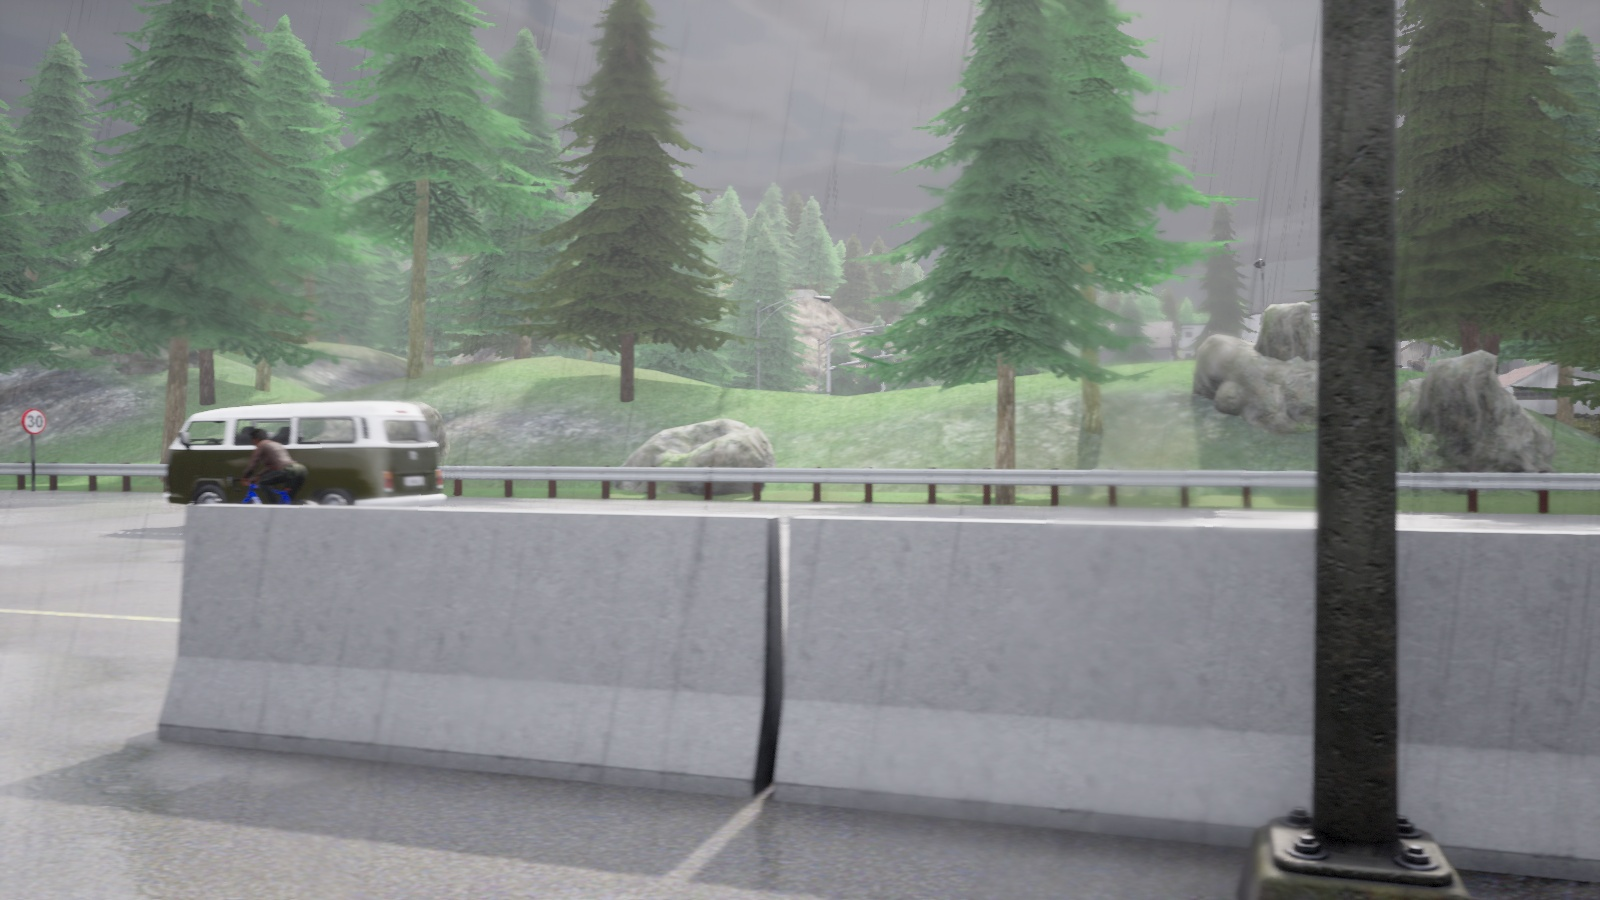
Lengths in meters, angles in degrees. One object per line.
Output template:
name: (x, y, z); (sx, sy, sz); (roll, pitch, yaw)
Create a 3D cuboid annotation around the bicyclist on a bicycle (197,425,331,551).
bicyclist on a bicycle: (-7.114, 0.486, 16.665); (1.656, 1.620, 0.582); (0, 1, 19)

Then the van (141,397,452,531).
van: (-8.282, 0.184, 20.747); (4.480, 2.038, 2.069); (0, 1, 19)
